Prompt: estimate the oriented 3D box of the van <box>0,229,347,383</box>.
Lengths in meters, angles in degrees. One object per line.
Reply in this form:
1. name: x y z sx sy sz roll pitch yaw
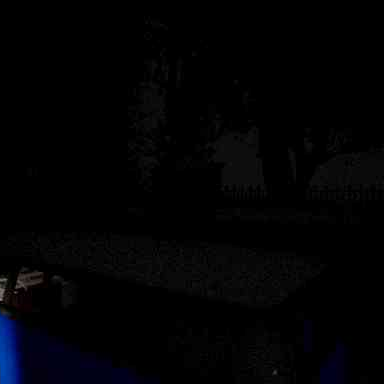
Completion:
1. van: -0.657 1.341 3.180 3.998 1.788 1.690 0 0 35
